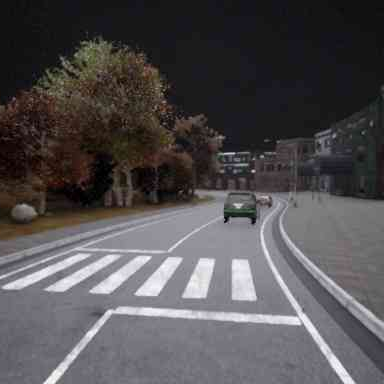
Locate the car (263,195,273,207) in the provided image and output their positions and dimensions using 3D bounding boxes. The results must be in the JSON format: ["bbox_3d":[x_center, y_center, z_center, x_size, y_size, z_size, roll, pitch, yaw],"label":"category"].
[{"bbox_3d":[9.061,1.097,41.559,1.812,1.442,4.674,1,1,16],"label":"car"}]

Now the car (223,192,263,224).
[{"bbox_3d":[3.667,1.053,23.958,2.150,2.045,5.566,1,1,15],"label":"car"}]
